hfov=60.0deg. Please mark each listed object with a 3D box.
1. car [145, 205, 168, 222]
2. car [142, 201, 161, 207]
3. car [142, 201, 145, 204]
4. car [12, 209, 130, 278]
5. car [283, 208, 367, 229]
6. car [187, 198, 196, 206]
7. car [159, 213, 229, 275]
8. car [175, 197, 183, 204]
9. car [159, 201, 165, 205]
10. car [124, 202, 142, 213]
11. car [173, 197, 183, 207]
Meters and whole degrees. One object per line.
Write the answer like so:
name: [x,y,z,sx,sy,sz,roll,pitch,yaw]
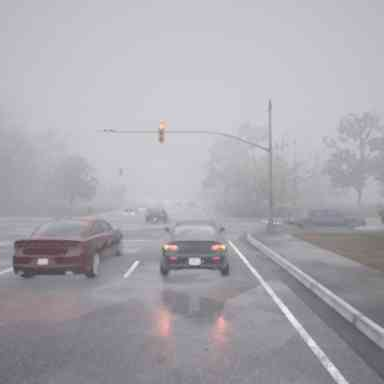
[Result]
car: [-3.403,2.261,33.054,1.895,1.301,4.718,0,-2,0]
car: [-7.050,2.835,58.309,1.812,1.442,4.674,0,0,1]
car: [-10.501,2.762,73.896,2.033,1.411,5.357,0,1,0]
car: [-3.418,1.476,10.131,1.882,1.535,5.008,0,-1,0]
car: [9.202,1.858,23.336,5.357,1.411,2.033,0,-2,-1]
car: [-0.002,2.693,79.293,1.994,1.385,4.181,0,1,0]
car: [0.080,1.525,10.270,1.812,1.442,4.674,0,-1,0]
car: [-3.593,2.205,88.939,2.097,1.767,4.553,0,1,-3]
car: [-7.001,2.708,73.349,1.882,1.535,5.008,0,1,0]
car: [-10.549,2.855,58.056,2.033,1.411,5.357,0,0,1]
car: [-3.501,2.670,78.910,1.812,1.442,4.674,0,1,0]
